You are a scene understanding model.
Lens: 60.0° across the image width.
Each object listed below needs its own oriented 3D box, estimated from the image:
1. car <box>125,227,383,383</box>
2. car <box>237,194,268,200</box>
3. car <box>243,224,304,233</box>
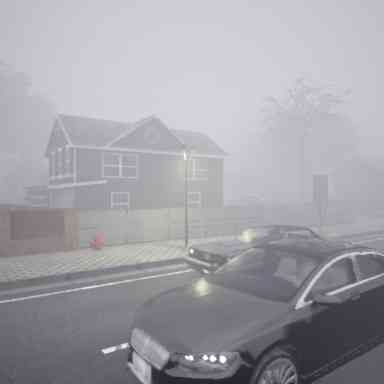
[{"bbox_3d":[1.495,1.492,4.747,4.902,1.511,2.128,0,0,-35],"label":"car"},{"bbox_3d":[7.805,1.269,41.426,2.150,2.045,5.566,0,0,-35],"label":"car"},{"bbox_3d":[2.157,1.601,9.204,4.718,1.301,1.895,0,0,-35],"label":"car"}]
